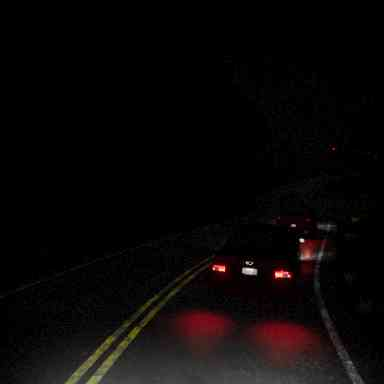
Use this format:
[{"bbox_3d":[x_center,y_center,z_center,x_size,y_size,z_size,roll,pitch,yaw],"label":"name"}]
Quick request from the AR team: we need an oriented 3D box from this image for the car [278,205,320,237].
[{"bbox_3d":[5.947,1.486,18.509,1.882,1.535,5.008,2,1,23],"label":"car"}]

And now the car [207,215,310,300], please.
[{"bbox_3d":[1.867,1.549,8.661,2.033,1.411,5.357,2,0,18],"label":"car"}]
